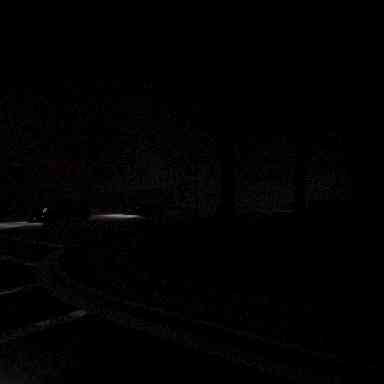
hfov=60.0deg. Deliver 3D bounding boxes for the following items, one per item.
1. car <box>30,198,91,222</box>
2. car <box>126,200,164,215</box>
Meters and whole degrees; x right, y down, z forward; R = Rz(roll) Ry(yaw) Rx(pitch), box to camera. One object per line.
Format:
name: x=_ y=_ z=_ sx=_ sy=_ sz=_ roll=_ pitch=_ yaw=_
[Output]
car: x=-10.366 y=1.353 z=26.406 sx=2.097 sy=1.767 sz=4.553 roll=0 pitch=0 yaw=34
car: x=-4.781 y=1.526 z=34.682 sx=1.812 sy=1.442 sz=4.674 roll=0 pitch=0 yaw=34
